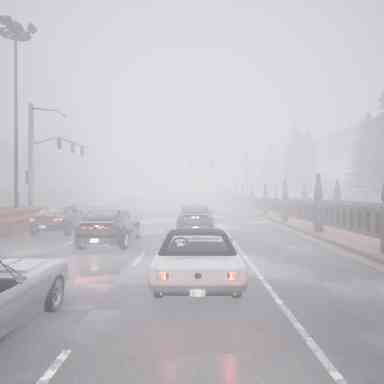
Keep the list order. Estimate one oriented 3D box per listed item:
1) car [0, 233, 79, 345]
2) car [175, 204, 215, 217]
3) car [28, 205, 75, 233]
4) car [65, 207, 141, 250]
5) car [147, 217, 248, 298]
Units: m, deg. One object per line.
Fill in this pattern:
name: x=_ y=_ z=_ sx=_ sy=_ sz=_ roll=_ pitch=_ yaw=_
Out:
car: x=-3.389 y=1.577 z=4.634 sx=1.895 sy=1.301 sz=4.718 roll=0 pitch=0 yaw=0
car: x=0.171 y=1.386 z=17.586 sx=1.837 sy=1.490 sz=4.892 roll=0 pitch=0 yaw=0
car: x=-6.858 y=1.408 z=17.487 sx=1.812 sy=1.442 sz=4.674 roll=0 pitch=0 yaw=-1
car: x=-3.349 y=1.413 z=13.861 sx=1.837 sy=1.490 sz=4.892 roll=0 pitch=0 yaw=0
car: x=0.123 y=1.550 z=8.326 sx=1.895 sy=1.301 sz=4.718 roll=0 pitch=0 yaw=0
